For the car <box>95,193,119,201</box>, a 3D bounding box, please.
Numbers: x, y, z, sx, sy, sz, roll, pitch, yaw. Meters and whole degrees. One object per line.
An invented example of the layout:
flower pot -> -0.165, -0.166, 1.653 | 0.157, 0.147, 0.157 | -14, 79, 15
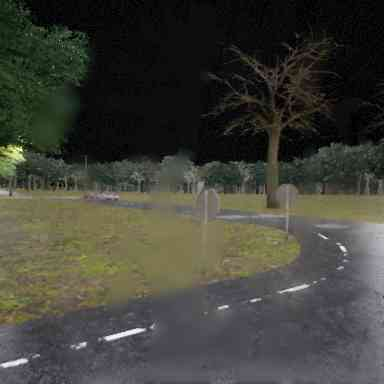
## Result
car -> -13.512, 0.771, 53.501 | 1.895, 1.301, 4.718 | 2, -1, -34

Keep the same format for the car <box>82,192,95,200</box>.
car -> -18.250, 0.737, 60.054 | 1.895, 1.301, 4.718 | 2, -1, -36
